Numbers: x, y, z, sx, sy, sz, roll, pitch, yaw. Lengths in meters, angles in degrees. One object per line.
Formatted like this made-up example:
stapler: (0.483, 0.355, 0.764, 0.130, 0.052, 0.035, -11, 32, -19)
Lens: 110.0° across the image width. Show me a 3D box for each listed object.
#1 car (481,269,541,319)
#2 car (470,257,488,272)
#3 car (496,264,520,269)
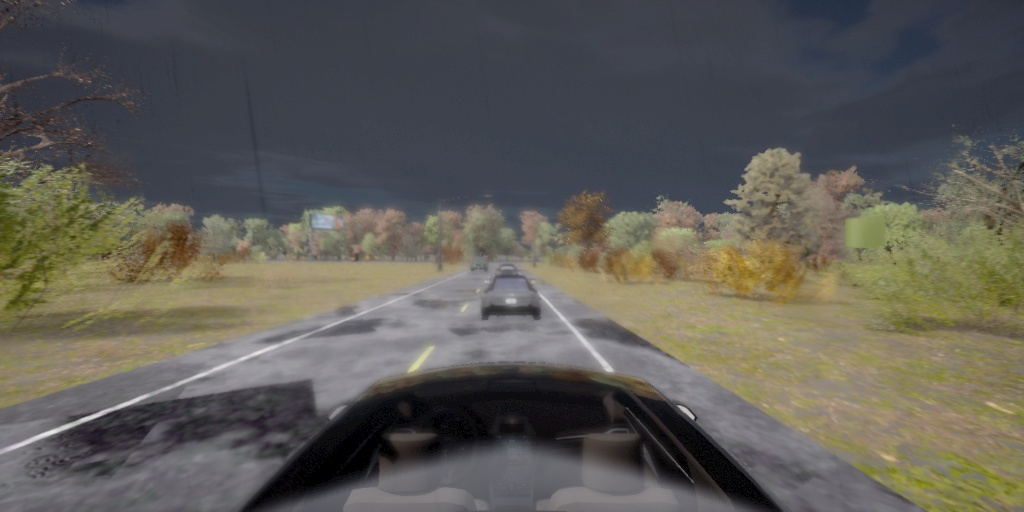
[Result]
car: (-0.046, 1.360, 12.983, 1.994, 1.385, 4.181, 0, 0, -1)
car: (-4.408, 1.150, 49.138, 2.150, 2.045, 5.566, 0, 0, -1)
car: (-0.339, 1.379, 28.648, 1.812, 1.442, 4.674, 0, 0, -1)
